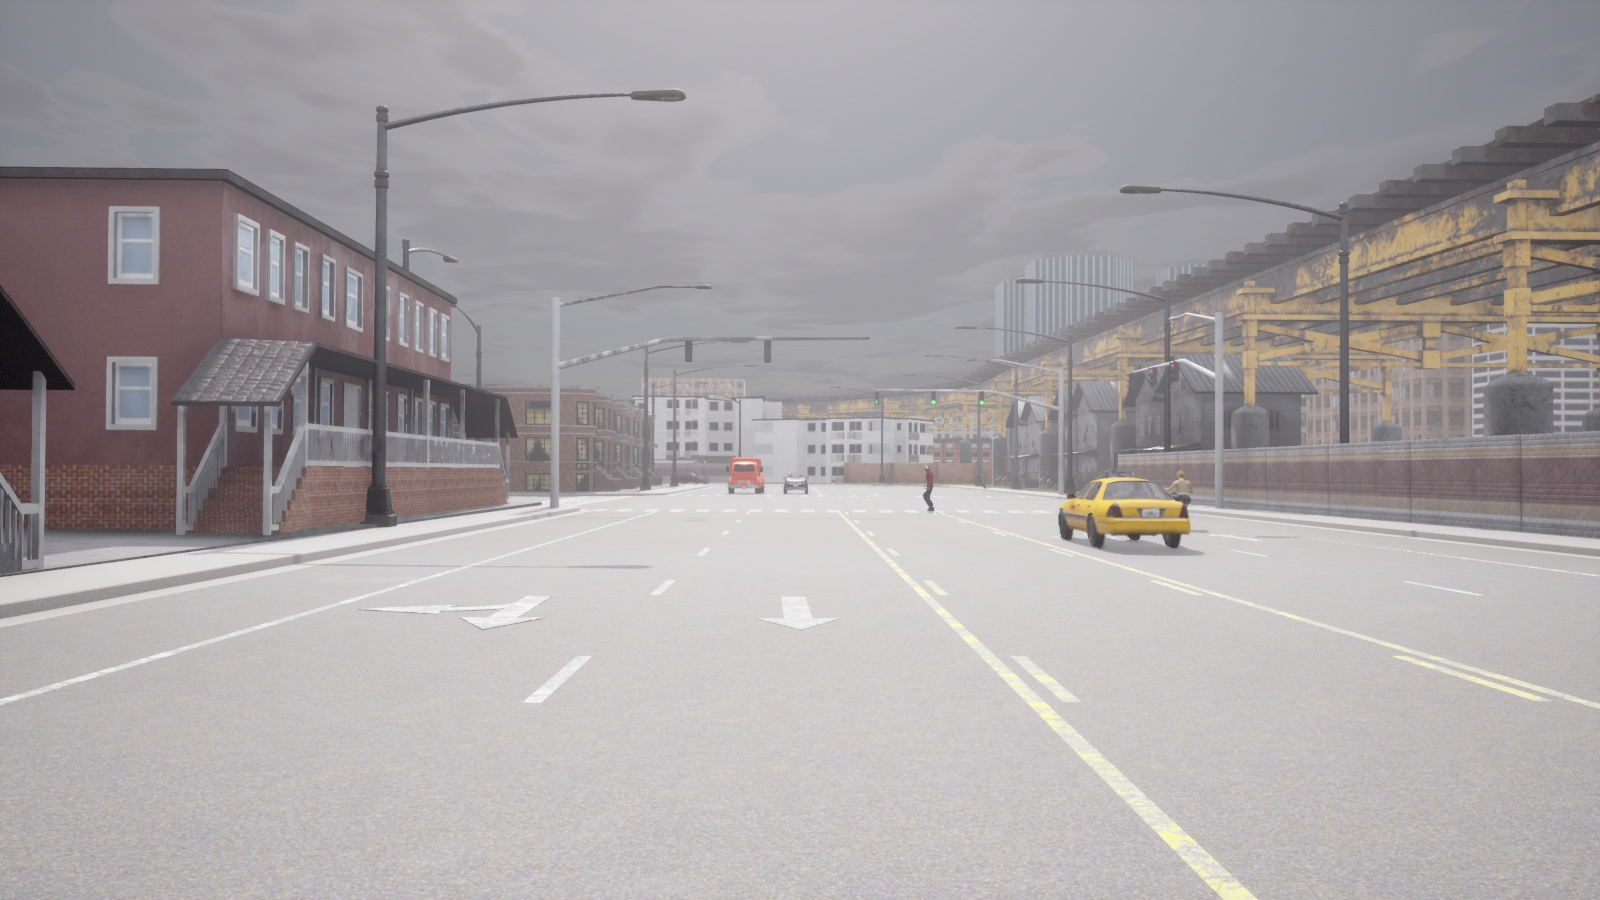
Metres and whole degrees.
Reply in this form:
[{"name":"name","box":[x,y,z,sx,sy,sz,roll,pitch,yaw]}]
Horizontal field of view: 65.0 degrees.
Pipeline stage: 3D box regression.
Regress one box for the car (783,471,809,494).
[{"name":"car","box":[-0.259,2.240,86.340,1.789,1.549,3.705,0,-1,0]}]

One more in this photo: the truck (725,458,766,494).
[{"name":"truck","box":[-3.769,1.806,87.319,2.627,2.467,5.204,0,-1,0]}]

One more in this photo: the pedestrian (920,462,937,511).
[{"name":"pedestrian","box":[4.919,1.384,47.998,0.636,1.846,0.331,0,-1,8]}]

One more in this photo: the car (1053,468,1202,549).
[{"name":"car","box":[6.916,1.181,27.151,1.801,1.575,5.366,0,-1,0]}]
